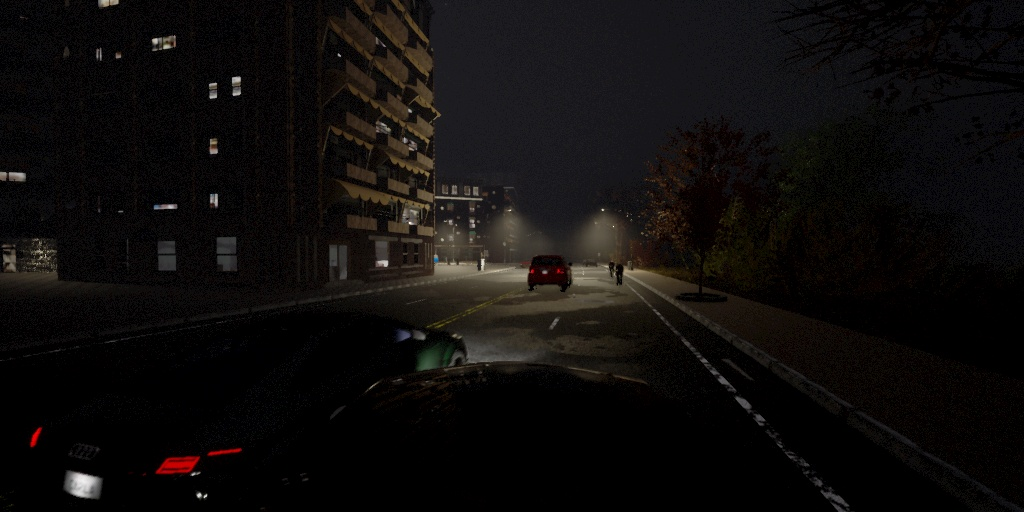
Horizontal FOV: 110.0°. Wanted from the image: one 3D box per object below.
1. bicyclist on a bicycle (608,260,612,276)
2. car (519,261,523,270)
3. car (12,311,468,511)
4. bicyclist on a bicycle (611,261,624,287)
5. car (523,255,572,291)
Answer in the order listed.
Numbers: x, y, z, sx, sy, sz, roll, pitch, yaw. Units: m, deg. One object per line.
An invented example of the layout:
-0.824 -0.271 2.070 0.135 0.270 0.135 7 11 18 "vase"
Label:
8.504 1.193 30.580 0.582 1.620 1.656 0 0 12 "bicyclist on a bicycle"
2.355 1.211 53.939 1.882 1.535 5.008 0 0 11 "car"
-2.020 1.314 4.054 1.994 1.385 4.181 0 0 15 "car"
6.507 1.196 21.714 0.582 1.620 1.656 0 0 13 "bicyclist on a bicycle"
2.398 0.966 21.890 2.150 2.045 5.566 0 0 13 "car"
